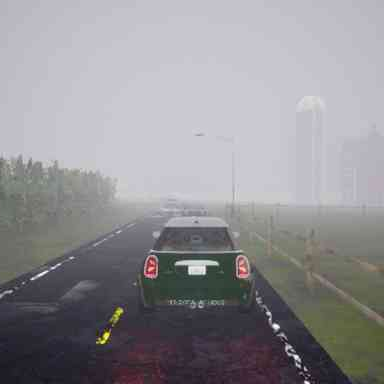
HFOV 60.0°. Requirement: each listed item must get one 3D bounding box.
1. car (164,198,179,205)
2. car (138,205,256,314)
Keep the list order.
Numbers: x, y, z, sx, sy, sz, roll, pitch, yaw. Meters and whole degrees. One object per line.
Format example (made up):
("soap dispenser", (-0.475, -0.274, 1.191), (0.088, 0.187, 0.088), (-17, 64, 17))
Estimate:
("car", (-2.715, 1.554, 45.647), (2.033, 1.411, 5.357), (0, 0, 0))
("car", (0.098, 1.350, 7.776), (2.097, 1.767, 4.553), (0, 0, 0))
